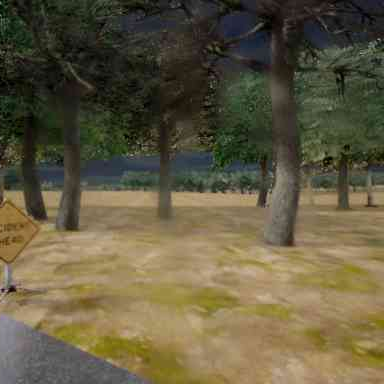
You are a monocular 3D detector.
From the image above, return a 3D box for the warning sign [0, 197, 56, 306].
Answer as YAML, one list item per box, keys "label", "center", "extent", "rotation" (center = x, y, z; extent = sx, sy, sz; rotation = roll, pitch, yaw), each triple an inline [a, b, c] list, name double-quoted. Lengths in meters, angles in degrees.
- label: "warning sign"
  center: [-3.549, 1.058, 6.438]
  extent: [1.060, 1.860, 1.300]
  rotation: [-1, 1, 36]
